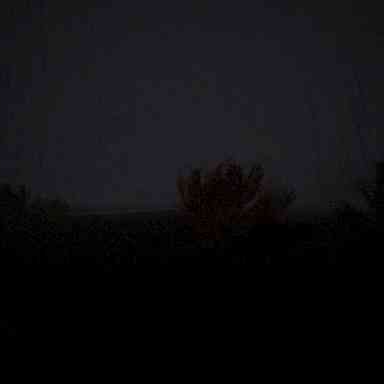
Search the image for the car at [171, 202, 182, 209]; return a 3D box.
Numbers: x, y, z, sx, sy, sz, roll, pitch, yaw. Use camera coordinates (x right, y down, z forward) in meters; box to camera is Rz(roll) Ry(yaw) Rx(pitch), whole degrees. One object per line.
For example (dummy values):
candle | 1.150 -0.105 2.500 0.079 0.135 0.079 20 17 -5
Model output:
car | -1.545 2.377 60.682 2.033 1.411 5.357 -2 -2 36
